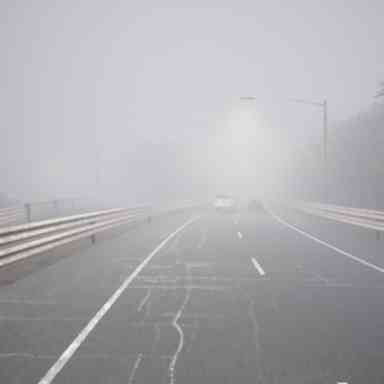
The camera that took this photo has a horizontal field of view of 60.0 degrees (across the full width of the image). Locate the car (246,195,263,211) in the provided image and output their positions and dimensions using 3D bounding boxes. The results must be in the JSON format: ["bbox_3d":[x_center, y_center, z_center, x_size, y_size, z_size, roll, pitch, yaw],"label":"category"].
[{"bbox_3d":[7.620,1.498,40.365,2.128,1.511,4.902,0,0,10],"label":"car"}]

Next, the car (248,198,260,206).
[{"bbox_3d":[10.358,1.623,55.548,1.895,1.301,4.718,0,0,11],"label":"car"}]

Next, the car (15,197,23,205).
[{"bbox_3d":[-25.261,1.377,46.430,2.128,1.511,4.902,0,0,-9],"label":"car"}]

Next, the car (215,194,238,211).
[{"bbox_3d":[4.032,1.223,40.188,2.150,2.045,5.566,0,0,10],"label":"car"}]

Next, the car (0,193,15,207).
[{"bbox_3d":[-24.123,1.113,40.784,2.150,2.045,5.566,0,0,-11],"label":"car"}]
